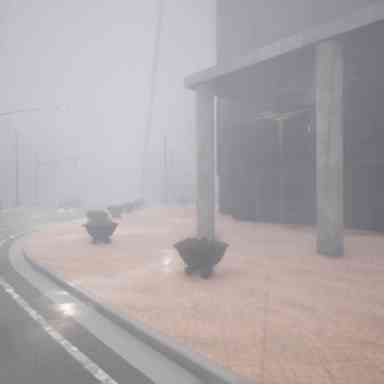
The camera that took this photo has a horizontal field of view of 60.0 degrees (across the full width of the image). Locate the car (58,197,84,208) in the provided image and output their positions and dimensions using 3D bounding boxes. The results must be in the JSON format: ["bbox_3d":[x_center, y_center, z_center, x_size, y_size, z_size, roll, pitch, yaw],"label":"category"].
[{"bbox_3d":[-15.333,1.284,42.487,2.033,1.411,5.357,0,0,-2],"label":"car"}]
